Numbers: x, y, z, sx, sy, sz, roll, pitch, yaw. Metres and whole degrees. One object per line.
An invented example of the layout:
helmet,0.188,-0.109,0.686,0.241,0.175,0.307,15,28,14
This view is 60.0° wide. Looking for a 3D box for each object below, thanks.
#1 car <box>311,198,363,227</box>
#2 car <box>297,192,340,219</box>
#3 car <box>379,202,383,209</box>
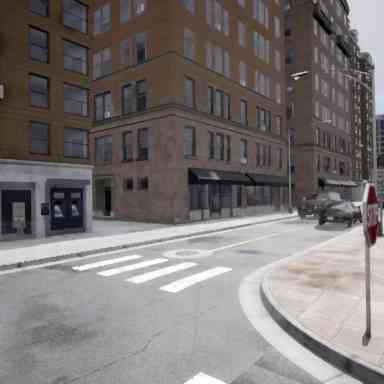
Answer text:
car,9.244,1.312,20.561,1.812,1.442,4.674,-1,0,39
car,10.400,1.028,26.749,2.150,2.045,5.566,-1,-1,39
car,23.600,0.995,38.572,2.097,1.767,4.553,-1,-1,39
